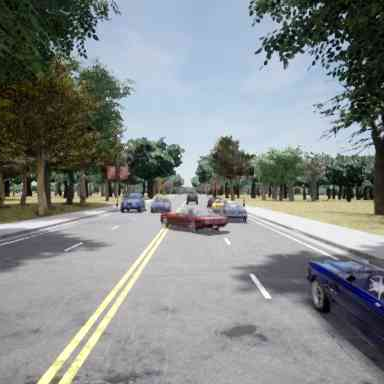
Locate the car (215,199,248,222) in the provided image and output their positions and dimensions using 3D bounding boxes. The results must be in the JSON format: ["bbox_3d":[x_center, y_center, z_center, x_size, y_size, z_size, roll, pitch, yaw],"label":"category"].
[{"bbox_3d":[3.252,1.570,26.696,2.033,1.411,5.357,0,0,0],"label":"car"}]

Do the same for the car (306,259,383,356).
[{"bbox_3d":[3.250,1.602,4.726,1.895,1.301,4.718,0,0,0],"label":"car"}]

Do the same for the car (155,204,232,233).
[{"bbox_3d":[-0.049,1.617,20.037,1.895,1.301,4.718,0,0,-36],"label":"car"}]

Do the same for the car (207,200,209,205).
[{"bbox_3d":[3.252,1.482,48.697,2.033,1.649,4.856,0,0,0],"label":"car"}]

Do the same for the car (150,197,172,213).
[{"bbox_3d":[-3.347,1.385,36.526,2.097,1.767,4.553,0,0,0],"label":"car"}]

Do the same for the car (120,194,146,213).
[{"bbox_3d":[-6.598,1.258,37.666,2.150,2.045,5.566,0,0,0],"label":"car"}]

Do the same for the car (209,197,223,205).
[{"bbox_3d":[3.251,1.491,37.887,1.801,1.575,5.366,0,0,0],"label":"car"}]

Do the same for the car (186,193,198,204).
[{"bbox_3d":[0.064,1.301,65.134,2.150,2.045,5.566,0,0,1],"label":"car"}]
